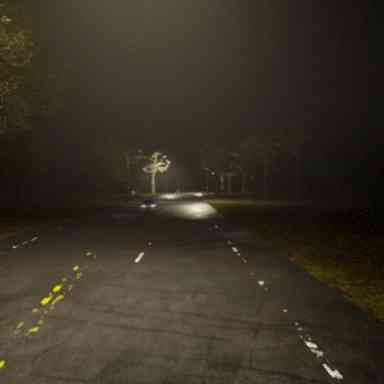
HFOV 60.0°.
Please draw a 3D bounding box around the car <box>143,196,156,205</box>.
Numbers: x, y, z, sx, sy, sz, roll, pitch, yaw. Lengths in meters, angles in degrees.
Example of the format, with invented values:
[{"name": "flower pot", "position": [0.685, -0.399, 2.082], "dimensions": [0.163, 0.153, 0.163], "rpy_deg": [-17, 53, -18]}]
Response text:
[{"name": "car", "position": [-7.535, 1.406, 58.633], "dimensions": [1.882, 1.535, 5.008], "rpy_deg": [0, 0, -1]}]
